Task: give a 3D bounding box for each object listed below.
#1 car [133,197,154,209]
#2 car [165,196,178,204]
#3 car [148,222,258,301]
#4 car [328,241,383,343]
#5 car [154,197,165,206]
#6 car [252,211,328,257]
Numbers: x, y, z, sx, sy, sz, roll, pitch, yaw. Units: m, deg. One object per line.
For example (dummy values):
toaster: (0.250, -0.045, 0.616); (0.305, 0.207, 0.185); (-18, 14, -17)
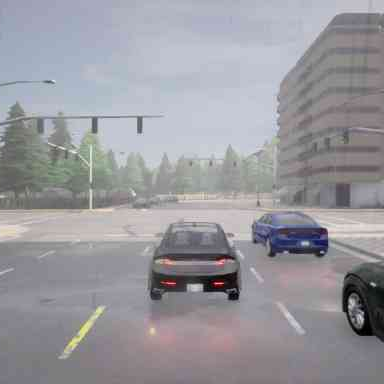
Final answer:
car: (-6.986, 1.526, 46.418); (1.812, 1.442, 4.674); (0, 0, 2)
car: (-4.225, 1.505, 66.291); (1.837, 1.490, 4.892); (0, 0, 20)
car: (0.067, 1.492, 8.341); (2.128, 1.511, 4.902); (0, 0, 0)
car: (3.600, 1.352, 3.835); (2.097, 1.767, 4.553); (0, 0, 0)
car: (-6.369, 1.525, 56.322); (1.812, 1.442, 4.674); (0, 0, 8)
car: (3.585, 1.478, 12.987); (1.882, 1.535, 5.008); (0, 0, 0)
